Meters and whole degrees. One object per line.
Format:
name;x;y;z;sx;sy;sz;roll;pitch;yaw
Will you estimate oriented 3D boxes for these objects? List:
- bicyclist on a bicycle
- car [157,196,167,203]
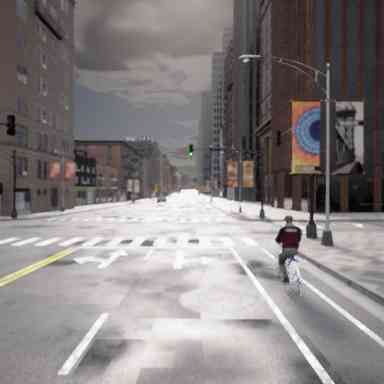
bicyclist on a bicycle;2.256;1.423;7.931;0.659;1.776;1.843;0;0;0
car;-6.437;1.616;71.497;1.837;1.490;4.892;0;0;0
